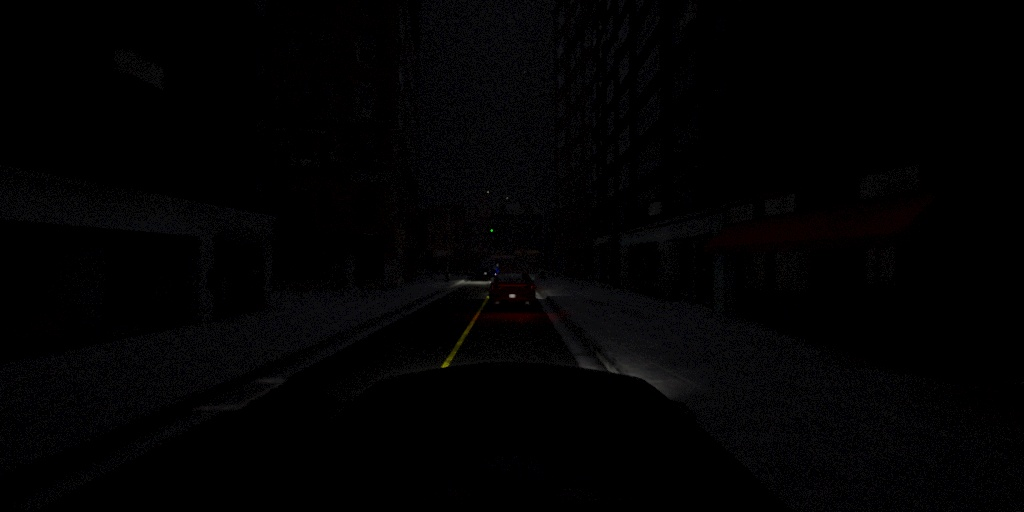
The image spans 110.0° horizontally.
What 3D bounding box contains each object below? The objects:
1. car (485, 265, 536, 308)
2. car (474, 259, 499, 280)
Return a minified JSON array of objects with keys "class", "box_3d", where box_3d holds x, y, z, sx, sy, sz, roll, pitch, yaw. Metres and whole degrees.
[{"class":"car","box_3d":[0.033,1.375,16.069,1.882,1.535,5.008,0,0,0]},{"class":"car","box_3d":[-2.489,1.330,36.322,2.150,2.045,5.566,0,-1,0]}]
